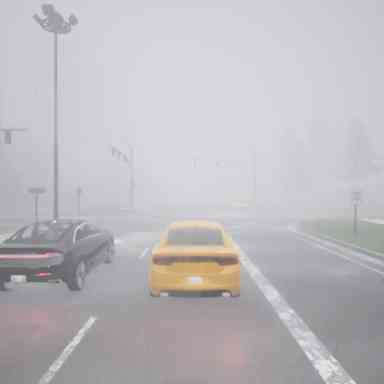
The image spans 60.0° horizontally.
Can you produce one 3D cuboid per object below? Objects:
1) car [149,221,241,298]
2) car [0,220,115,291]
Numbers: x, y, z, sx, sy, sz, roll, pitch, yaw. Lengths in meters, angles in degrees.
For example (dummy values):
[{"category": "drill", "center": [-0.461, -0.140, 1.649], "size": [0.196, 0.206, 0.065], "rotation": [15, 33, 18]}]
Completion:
[{"category": "car", "center": [0.072, 1.474, 8.578], "size": [1.882, 1.535, 5.008], "rotation": [0, 0, 0]}, {"category": "car", "center": [-3.420, 1.488, 8.962], "size": [2.128, 1.511, 4.902], "rotation": [0, 0, 0]}]
